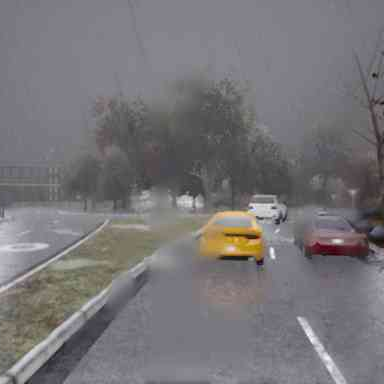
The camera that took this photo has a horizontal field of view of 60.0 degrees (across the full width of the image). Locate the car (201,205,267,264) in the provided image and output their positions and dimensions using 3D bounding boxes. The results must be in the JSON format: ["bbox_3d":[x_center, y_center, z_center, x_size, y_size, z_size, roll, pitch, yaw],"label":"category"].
[{"bbox_3d":[1.522,1.432,11.787,1.882,1.535,5.008,0,0,10],"label":"car"}]

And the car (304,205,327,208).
[{"bbox_3d":[8.979,1.611,24.132,1.895,1.301,4.718,-1,-1,24],"label":"car"}]

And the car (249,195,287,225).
[{"bbox_3d":[5.726,1.256,24.845,2.150,2.045,5.566,-1,-1,23],"label":"car"}]

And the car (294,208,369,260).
[{"bbox_3d":[4.958,1.503,12.313,1.994,1.385,4.181,0,0,12],"label":"car"}]

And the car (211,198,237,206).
[{"bbox_3d":[6.463,2.256,67.977,5.566,2.045,2.150,0,-2,20],"label":"car"}]
